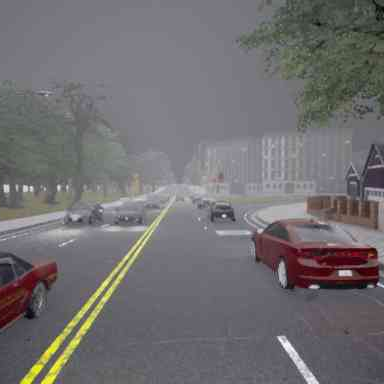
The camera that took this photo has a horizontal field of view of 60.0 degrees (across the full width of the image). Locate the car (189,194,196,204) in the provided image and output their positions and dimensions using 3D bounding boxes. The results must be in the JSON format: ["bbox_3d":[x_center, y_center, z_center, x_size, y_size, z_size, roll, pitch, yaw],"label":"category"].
[{"bbox_3d":[0.980,1.376,60.404,1.812,1.442,4.674,0,0,-2],"label":"car"}]

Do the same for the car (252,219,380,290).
[{"bbox_3d":[2.957,1.462,9.081,1.882,1.535,5.008,0,0,-2],"label":"car"}]

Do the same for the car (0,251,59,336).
[{"bbox_3d":[-3.582,1.595,4.559,1.895,1.301,4.718,0,0,-2],"label":"car"}]

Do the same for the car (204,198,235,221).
[{"bbox_3d":[2.227,1.464,26.431,1.837,1.490,4.892,0,0,-2],"label":"car"}]

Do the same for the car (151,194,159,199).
[{"bbox_3d":[-9.813,1.145,88.788,1.895,1.301,4.718,0,1,-2],"label":"car"}]

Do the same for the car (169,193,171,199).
[{"bbox_3d":[-6.006,1.219,73.617,1.882,1.535,5.008,0,1,-2],"label":"car"}]

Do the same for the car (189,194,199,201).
[{"bbox_3d":[0.339,1.217,77.992,2.128,1.511,4.902,0,1,-2],"label":"car"}]

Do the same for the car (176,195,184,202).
[{"bbox_3d":[-2.596,1.311,70.930,2.033,1.411,5.357,0,1,-2],"label":"car"}]

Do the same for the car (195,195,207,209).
[{"bbox_3d":[1.700,1.437,43.386,1.812,1.442,4.674,0,0,-2],"label":"car"}]

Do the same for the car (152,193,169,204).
[{"bbox_3d":[-5.523,1.371,58.234,1.837,1.490,4.892,0,0,-2],"label":"car"}]

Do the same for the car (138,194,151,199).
[{"bbox_3d":[-8.787,1.390,58.517,1.812,1.442,4.674,0,0,-2],"label":"car"}]

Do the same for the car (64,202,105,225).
[{"bbox_3d":[-7.531,1.452,23.637,2.128,1.511,4.902,0,0,-2],"label":"car"}]

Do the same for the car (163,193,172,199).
[{"bbox_3d":[-6.566,1.073,88.938,2.128,1.511,4.902,0,1,-2],"label":"car"}]

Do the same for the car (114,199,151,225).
[{"bbox_3d":[-4.284,1.464,23.767,1.837,1.490,4.892,0,0,-2],"label":"car"}]

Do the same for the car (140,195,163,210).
[{"bbox_3d":[-4.923,1.428,41.273,1.837,1.490,4.892,0,0,-2],"label":"car"}]
